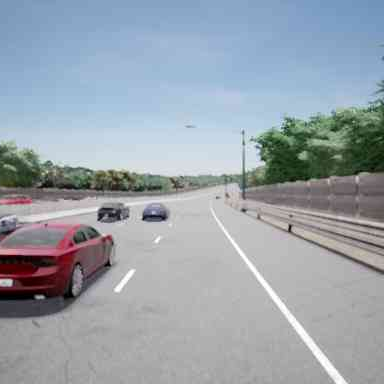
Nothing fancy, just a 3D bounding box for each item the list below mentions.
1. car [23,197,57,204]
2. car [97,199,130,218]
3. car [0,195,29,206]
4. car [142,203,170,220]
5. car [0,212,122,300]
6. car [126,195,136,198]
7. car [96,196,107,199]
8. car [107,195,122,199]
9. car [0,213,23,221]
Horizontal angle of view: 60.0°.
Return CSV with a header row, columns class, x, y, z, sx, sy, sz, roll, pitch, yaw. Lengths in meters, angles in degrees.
class,x,y,z,sx,sy,sz,roll,pitch,yaw
car,-16.910,1.639,38.730,2.033,1.411,5.357,0,0,2
car,-6.526,1.565,28.069,1.837,1.490,4.892,0,0,1
car,-20.440,1.307,37.843,2.150,2.045,5.566,0,-1,2
car,-3.011,1.630,28.564,1.994,1.385,4.181,0,0,1
car,-3.350,1.491,8.477,1.882,1.535,5.008,0,0,0
car,-14.728,1.503,80.032,1.837,1.490,4.892,0,-1,4
car,-21.712,1.512,80.509,1.812,1.442,4.674,0,-1,4
car,-18.220,1.473,80.270,1.882,1.535,5.008,0,-1,4
car,-6.817,1.509,11.845,2.128,1.511,4.902,0,0,1
